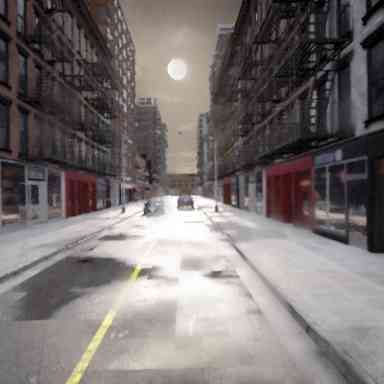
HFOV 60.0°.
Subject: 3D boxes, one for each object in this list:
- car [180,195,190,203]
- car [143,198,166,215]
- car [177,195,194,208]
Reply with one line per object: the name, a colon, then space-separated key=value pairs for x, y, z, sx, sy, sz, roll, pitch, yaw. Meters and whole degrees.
car: x=-1.371 y=1.295 z=64.611 sx=1.895 sy=1.301 sz=4.718 roll=-1 pitch=0 yaw=-1
car: x=-3.525 y=1.355 z=31.717 sx=2.128 sy=1.511 sz=4.902 roll=-1 pitch=0 yaw=-1
car: x=-0.839 y=1.126 z=42.716 sx=2.097 sy=1.767 sz=4.553 roll=-1 pitch=0 yaw=-1
